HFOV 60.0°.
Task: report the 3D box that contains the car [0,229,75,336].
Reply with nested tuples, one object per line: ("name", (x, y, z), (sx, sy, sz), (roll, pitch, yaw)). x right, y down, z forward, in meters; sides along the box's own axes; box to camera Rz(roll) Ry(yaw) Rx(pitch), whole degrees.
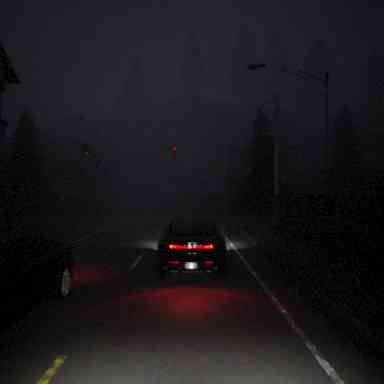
("car", (-3.605, 1.482, 5.616), (1.882, 1.535, 5.008), (0, 0, 0))

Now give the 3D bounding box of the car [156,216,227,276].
("car", (0.018, 1.512, 10.328), (1.837, 1.490, 4.892), (0, 0, 1))
